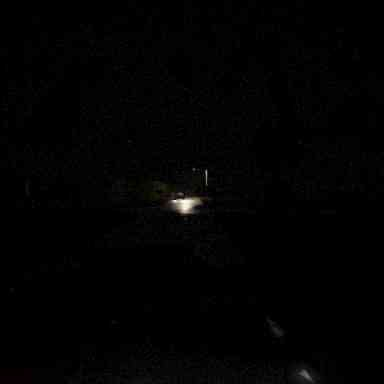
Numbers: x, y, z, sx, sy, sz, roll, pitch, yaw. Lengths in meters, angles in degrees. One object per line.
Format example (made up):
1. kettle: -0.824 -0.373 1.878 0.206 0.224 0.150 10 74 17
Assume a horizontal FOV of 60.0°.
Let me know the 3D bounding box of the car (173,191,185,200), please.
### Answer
1. car: -2.778 0.727 71.931 2.150 2.045 5.566 0 1 0
